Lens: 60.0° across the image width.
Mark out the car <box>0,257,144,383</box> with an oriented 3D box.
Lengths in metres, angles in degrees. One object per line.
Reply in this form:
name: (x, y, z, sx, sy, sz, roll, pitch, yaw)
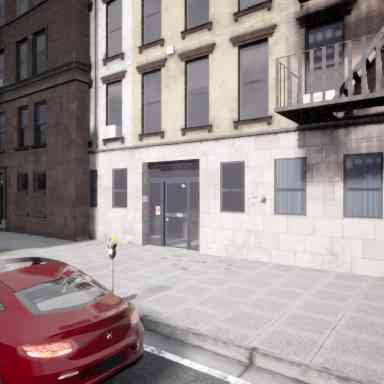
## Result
car: (-2.504, 1.582, 4.596, 4.206, 1.307, 1.802, 0, 0, 36)
